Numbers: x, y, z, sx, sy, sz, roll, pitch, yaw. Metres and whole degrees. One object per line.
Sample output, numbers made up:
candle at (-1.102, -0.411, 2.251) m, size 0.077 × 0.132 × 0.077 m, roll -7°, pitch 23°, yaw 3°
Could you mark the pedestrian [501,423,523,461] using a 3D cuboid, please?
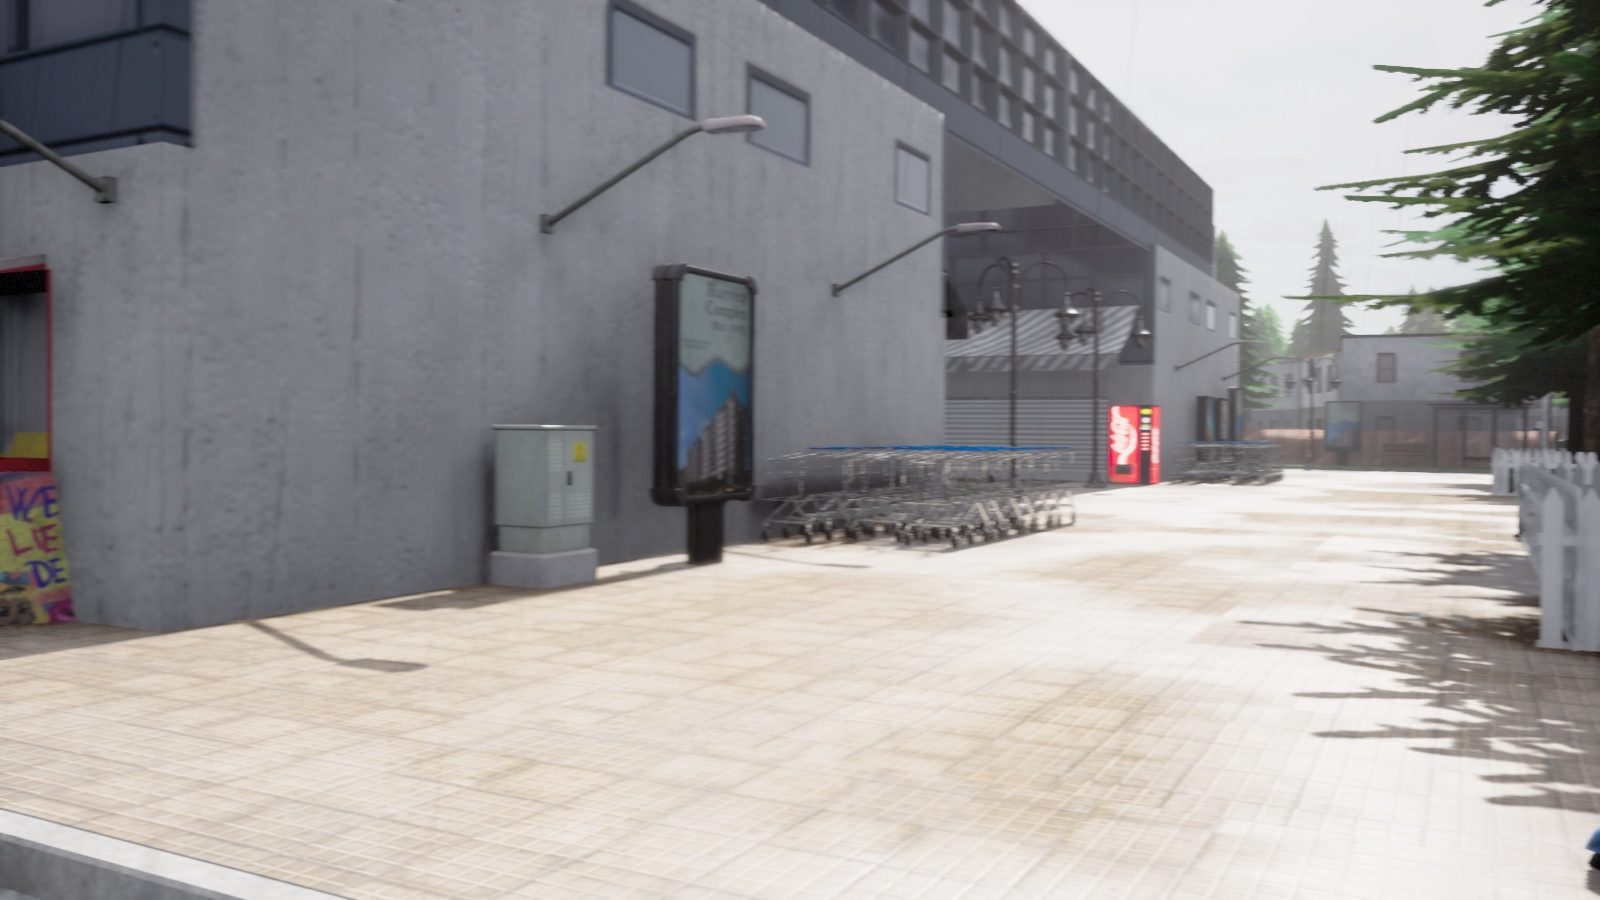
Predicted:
pedestrian at (-14.426, -0.412, 62.916) m, size 0.849 × 1.883 × 0.563 m, roll 0°, pitch 1°, yaw 29°
